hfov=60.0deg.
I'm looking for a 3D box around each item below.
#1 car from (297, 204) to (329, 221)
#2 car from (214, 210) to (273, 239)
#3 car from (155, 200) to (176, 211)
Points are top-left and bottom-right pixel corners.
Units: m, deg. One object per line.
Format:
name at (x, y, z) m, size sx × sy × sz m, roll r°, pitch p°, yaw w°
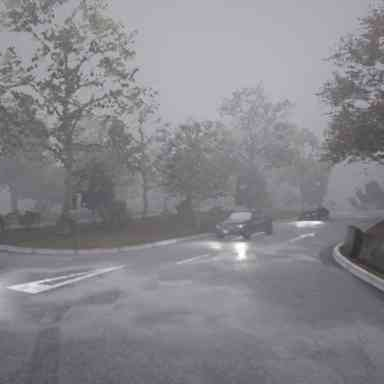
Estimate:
car at (11.021, 1.836, 30.178) m, size 1.994 × 1.385 × 4.181 m, roll -4°, pitch -3°, yaw 35°
car at (3.062, 1.769, 18.930) m, size 1.812 × 1.442 × 4.674 m, roll -4°, pitch -3°, yaw 36°
car at (-4.632, 2.505, 63.106) m, size 5.566 × 2.045 × 2.150 m, roll -4°, pitch -4°, yaw 42°
